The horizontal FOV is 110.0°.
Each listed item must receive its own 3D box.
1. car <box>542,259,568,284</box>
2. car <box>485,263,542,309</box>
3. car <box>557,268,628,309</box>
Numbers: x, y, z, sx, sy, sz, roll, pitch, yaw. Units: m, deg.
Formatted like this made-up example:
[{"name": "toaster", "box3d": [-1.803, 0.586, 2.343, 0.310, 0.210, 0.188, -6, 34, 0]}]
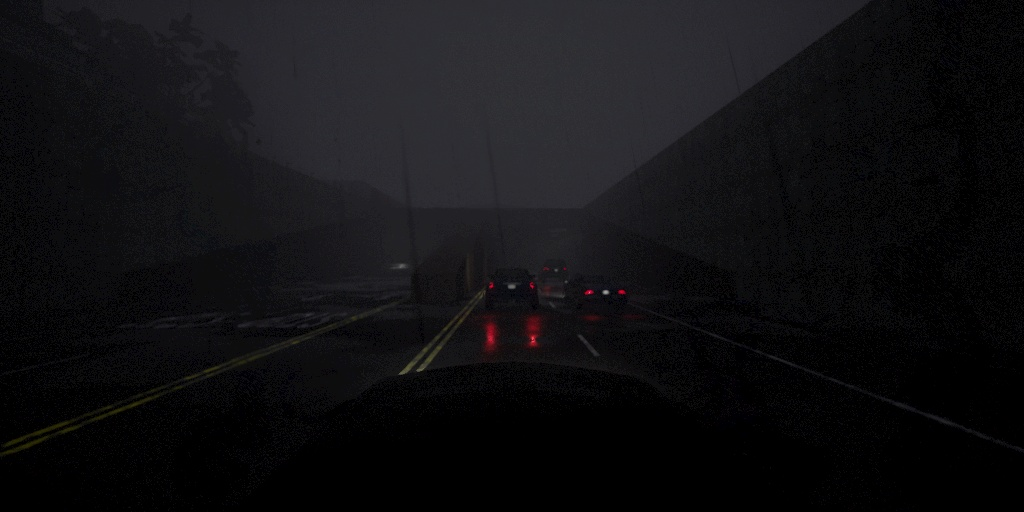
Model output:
[{"name": "car", "box3d": [3.484, 1.238, 30.885, 2.150, 2.045, 5.566, 0, 0, 0]}, {"name": "car", "box3d": [-0.006, 1.232, 15.937, 2.097, 1.767, 4.553, 0, -1, 0]}, {"name": "car", "box3d": [3.493, 1.429, 15.841, 2.033, 1.411, 5.357, 0, -1, 0]}]
